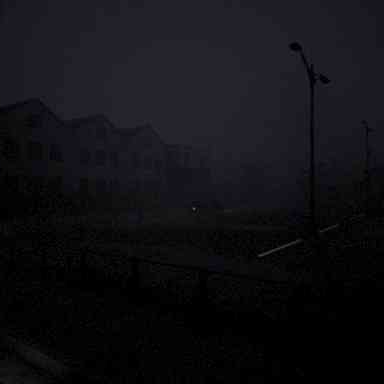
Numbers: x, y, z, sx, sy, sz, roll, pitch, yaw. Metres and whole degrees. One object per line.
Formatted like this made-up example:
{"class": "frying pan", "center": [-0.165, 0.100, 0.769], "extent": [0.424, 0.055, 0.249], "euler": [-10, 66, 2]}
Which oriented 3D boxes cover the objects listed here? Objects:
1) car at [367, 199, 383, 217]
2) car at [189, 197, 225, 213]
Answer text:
{"class": "car", "center": [15.411, 1.298, 26.818], "extent": [2.007, 1.523, 4.514], "euler": [0, 0, 35]}
{"class": "car", "center": [1.588, 1.313, 33.807], "extent": [1.837, 1.490, 4.892], "euler": [0, 0, 35]}
